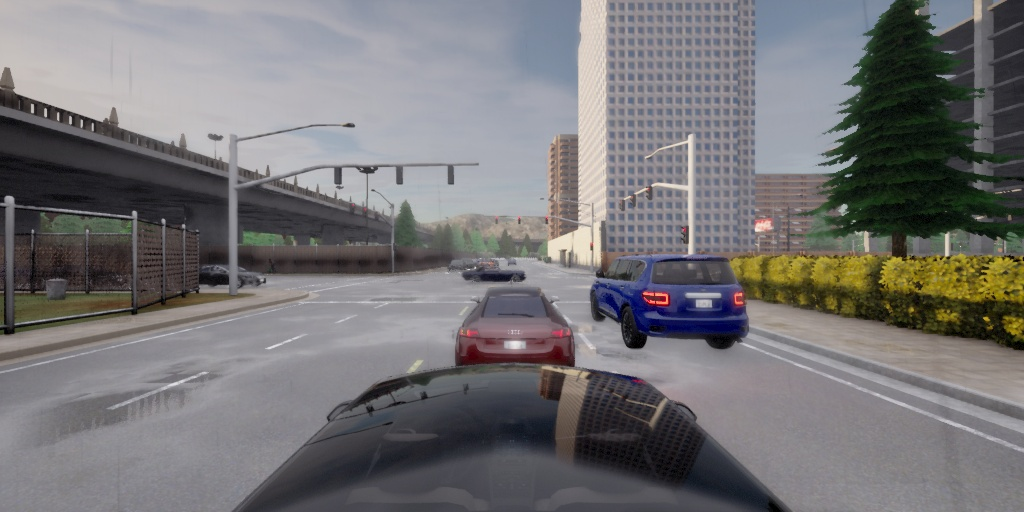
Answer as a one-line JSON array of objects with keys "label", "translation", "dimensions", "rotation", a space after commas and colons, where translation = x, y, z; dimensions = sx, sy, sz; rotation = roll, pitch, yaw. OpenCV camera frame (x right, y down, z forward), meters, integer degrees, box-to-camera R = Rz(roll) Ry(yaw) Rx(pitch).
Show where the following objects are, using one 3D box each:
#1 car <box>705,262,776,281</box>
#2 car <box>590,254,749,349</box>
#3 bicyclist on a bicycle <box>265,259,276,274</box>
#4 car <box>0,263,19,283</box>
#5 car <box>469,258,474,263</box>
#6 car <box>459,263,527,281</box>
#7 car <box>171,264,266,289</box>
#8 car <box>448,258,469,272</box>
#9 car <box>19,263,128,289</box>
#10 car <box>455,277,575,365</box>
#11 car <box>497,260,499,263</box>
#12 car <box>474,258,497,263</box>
[{"label": "car", "translation": [19.301, 1.310, 30.438], "dimensions": [4.892, 1.490, 1.837], "rotation": [0, 0, 0]}, {"label": "car", "translation": [3.567, 0.971, 9.297], "dimensions": [2.150, 2.045, 5.566], "rotation": [0, 0, 1]}, {"label": "bicyclist on a bicycle", "translation": [-25.306, 1.106, 37.617], "dimensions": [0.582, 1.620, 1.656], "rotation": [0, 0, 0]}, {"label": "car", "translation": [-36.644, 1.283, 26.613], "dimensions": [5.008, 1.535, 1.882], "rotation": [1, 0, 0]}, {"label": "car", "translation": [-7.101, 1.102, 55.540], "dimensions": [2.097, 1.767, 4.553], "rotation": [0, 0, 0]}, {"label": "car", "translation": [-1.264, 1.380, 26.690], "dimensions": [4.718, 1.301, 1.895], "rotation": [0, 0, 0]}, {"label": "car", "translation": [-18.600, 1.297, 23.150], "dimensions": [4.902, 1.511, 2.128], "rotation": [0, 0, 0]}, {"label": "car", "translation": [-7.103, 1.255, 46.656], "dimensions": [1.837, 1.490, 4.892], "rotation": [0, 0, 0]}, {"label": "car", "translation": [-27.758, 1.297, 23.129], "dimensions": [4.902, 1.511, 2.128], "rotation": [0, 0, 0]}, {"label": "car", "translation": [0.062, 1.314, 7.430], "dimensions": [1.994, 1.385, 4.181], "rotation": [0, 0, 0]}, {"label": "car", "translation": [-3.595, 1.242, 58.872], "dimensions": [2.128, 1.511, 4.902], "rotation": [0, 0, 0]}, {"label": "car", "translation": [-3.598, 1.102, 49.800], "dimensions": [2.097, 1.767, 4.553], "rotation": [0, 0, 0]}]
